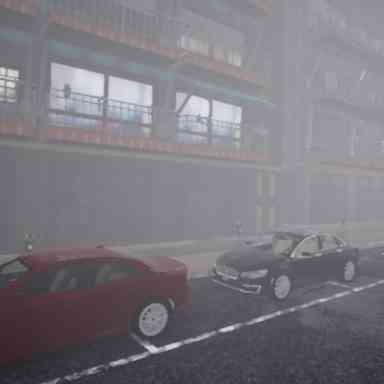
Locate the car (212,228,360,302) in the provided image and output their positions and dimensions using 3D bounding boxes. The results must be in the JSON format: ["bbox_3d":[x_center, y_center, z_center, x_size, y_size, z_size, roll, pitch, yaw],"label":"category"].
[{"bbox_3d":[2.500,1.613,8.333,4.403,1.369,2.008,1,0,-36],"label":"car"}]

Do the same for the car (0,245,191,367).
[{"bbox_3d":[-2.117,1.556,5.037,4.507,1.381,1.887,1,0,-36],"label":"car"}]
